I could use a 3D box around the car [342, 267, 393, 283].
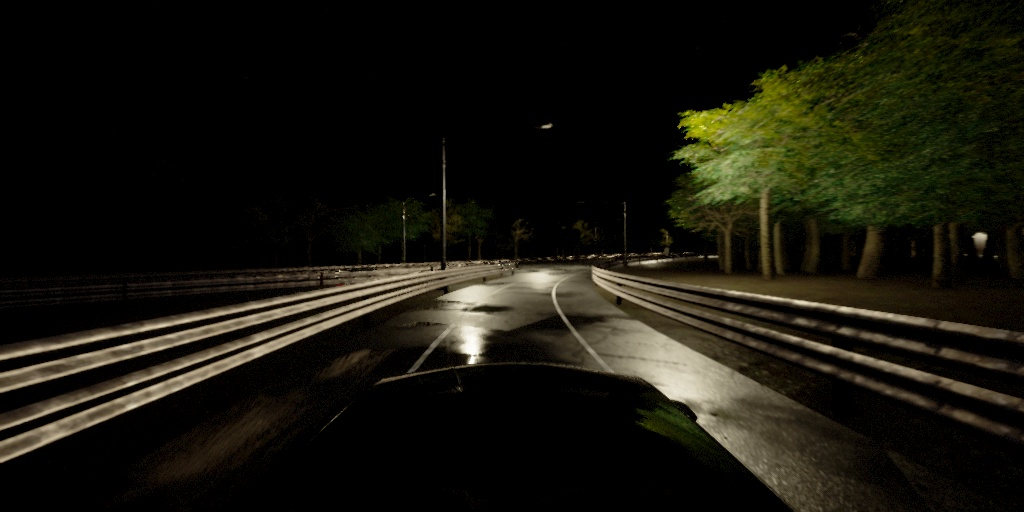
[{"bbox_3d":[-14.288,1.834,35.913,1.882,1.535,5.008,0,1,41],"label":"car"}]

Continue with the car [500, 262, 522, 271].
[{"bbox_3d":[-0.492,1.487,51.935,1.994,1.385,4.181,0,1,41],"label":"car"}]
